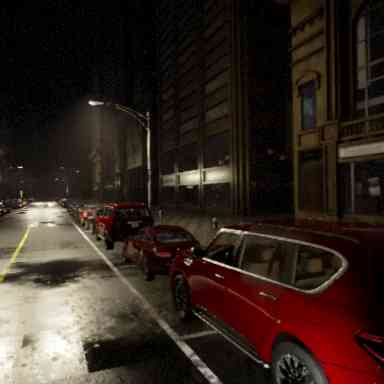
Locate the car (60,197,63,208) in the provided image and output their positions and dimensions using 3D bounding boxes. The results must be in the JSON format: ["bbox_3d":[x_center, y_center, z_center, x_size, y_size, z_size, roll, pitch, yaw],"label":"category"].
[{"bbox_3d":[-20.841,2.053,56.181,1.887,1.381,4.507,-1,0,-23],"label":"car"}]

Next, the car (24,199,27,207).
[{"bbox_3d":[-33.096,2.301,63.094,1.887,1.381,4.507,-1,0,-23],"label":"car"}]

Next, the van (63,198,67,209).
[{"bbox_3d":[-16.417,1.744,45.891,1.690,1.788,3.998,-1,0,-23],"label":"van"}]

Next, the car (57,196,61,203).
[{"bbox_3d":[-25.272,2.054,66.473,1.967,1.590,4.097,-1,0,-23],"label":"car"}]

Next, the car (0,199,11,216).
[{"bbox_3d":[-22.027,1.933,37.366,1.967,1.590,4.097,-1,0,-23],"label":"car"}]

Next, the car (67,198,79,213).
[{"bbox_3d":[-11.987,1.737,35.600,1.967,1.590,4.097,-1,0,-23],"label":"car"}]

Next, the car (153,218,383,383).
[{"bbox_3d":[1.295,1.299,4.728,2.192,1.841,5.009,-1,0,-23],"label":"car"}]

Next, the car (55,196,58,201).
[{"bbox_3d":[-34.126,2.371,87.054,1.887,1.381,4.507,-1,0,-23],"label":"car"}]

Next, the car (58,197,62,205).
[{"bbox_3d":[-23.056,2.106,61.327,1.887,1.381,4.507,-1,0,-23],"label":"car"}]

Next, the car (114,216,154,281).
[{"bbox_3d":[-0.914,1.617,9.874,1.802,1.307,4.206,-1,0,-23],"label":"car"}]

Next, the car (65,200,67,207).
[{"bbox_3d":[-14.198,1.932,40.746,1.802,1.307,4.206,-1,0,-23],"label":"car"}]

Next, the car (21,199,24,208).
[{"bbox_3d":[-30.881,2.248,57.949,1.887,1.381,4.507,-1,0,-23],"label":"car"}]

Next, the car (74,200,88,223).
[{"bbox_3d":[-7.559,1.632,25.310,1.967,1.590,4.097,-1,0,-23],"label":"car"}]

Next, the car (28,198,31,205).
[{"bbox_3d":[-39.741,2.356,78.532,1.967,1.590,4.097,-1,0,-23],"label":"car"}]

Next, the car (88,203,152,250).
[{"bbox_3d":[-3.134,1.402,15.019,2.192,1.841,5.009,-1,0,-23],"label":"car"}]

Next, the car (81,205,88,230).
[{"bbox_3d":[-5.342,1.705,20.164,1.947,1.339,4.313,-1,0,-23],"label":"car"}]

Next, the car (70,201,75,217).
[{"bbox_3d":[-9.770,1.810,30.455,1.947,1.339,4.313,-1,0,-23],"label":"car"}]

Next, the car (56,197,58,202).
[{"bbox_3d":[-29.697,2.302,76.764,1.802,1.307,4.206,-1,0,-23],"label":"car"}]

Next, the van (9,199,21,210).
[{"bbox_3d":[-28.672,1.992,52.803,1.690,1.788,3.998,-1,0,-23],"label":"van"}]

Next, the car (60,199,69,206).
[{"bbox_3d":[-27.551,2.194,71.774,1.752,1.417,4.829,-1,0,-23],"label":"car"}]

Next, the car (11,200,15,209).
[{"bbox_3d":[-24.238,2.090,42.511,1.887,1.381,4.507,-1,0,-23],"label":"car"}]
